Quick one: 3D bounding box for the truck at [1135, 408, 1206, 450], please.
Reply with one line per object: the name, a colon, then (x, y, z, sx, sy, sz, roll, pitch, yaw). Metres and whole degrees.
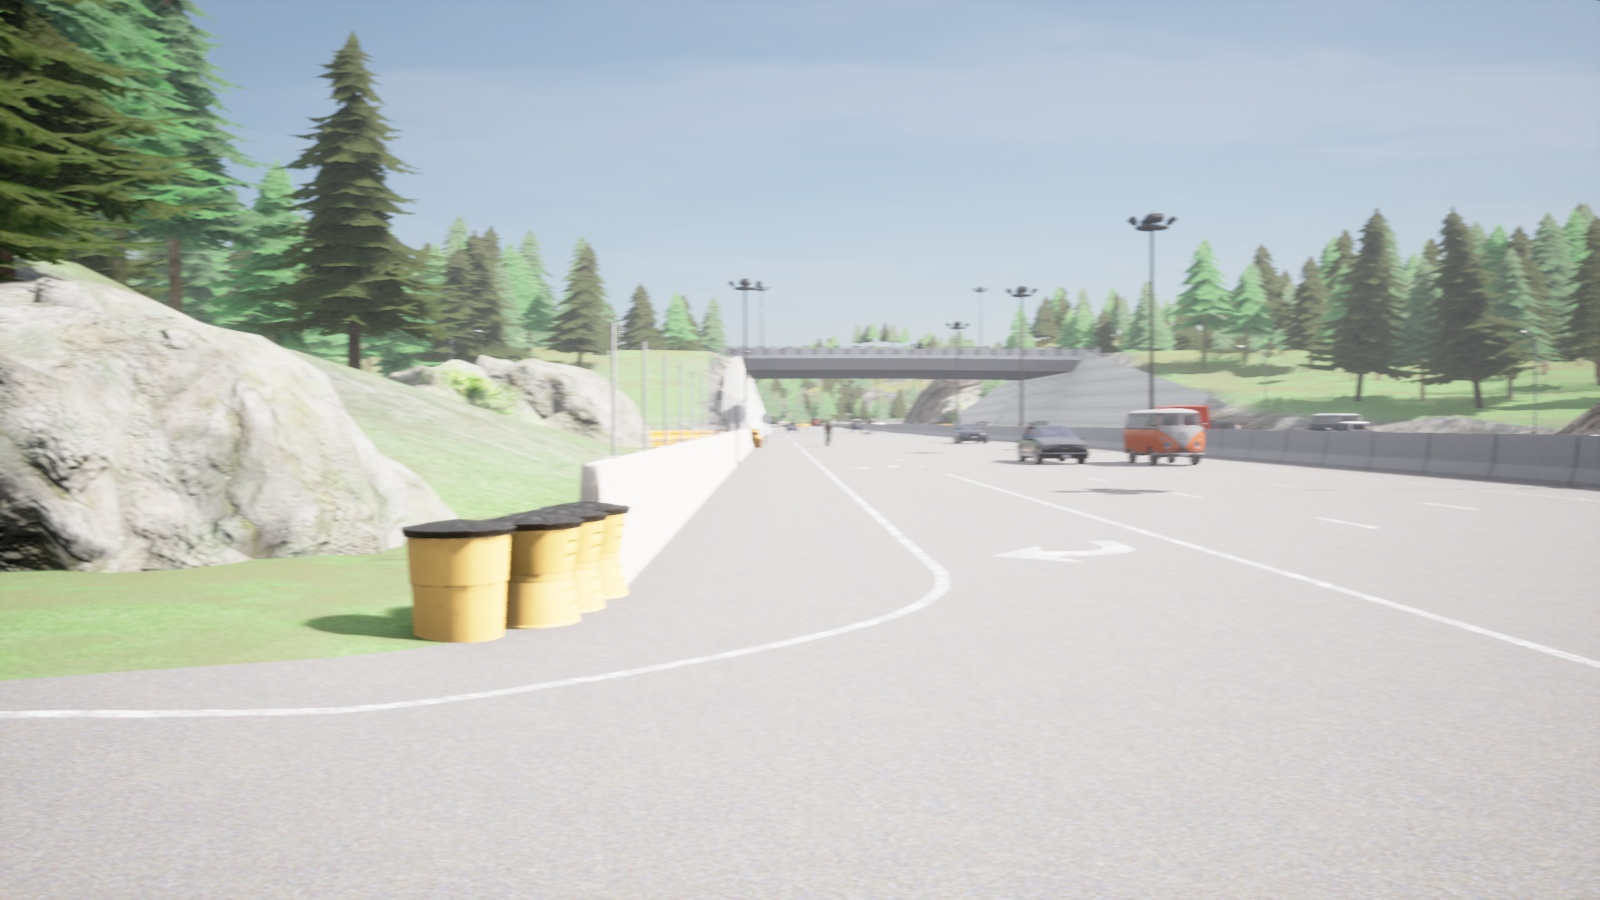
truck: (22.366, -1.274, 76.138, 2.627, 2.467, 5.204, 0, 1, -2)

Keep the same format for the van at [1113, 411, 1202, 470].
van: (12.725, -0.377, 44.976, 1.775, 1.987, 4.442, 0, 1, -2)

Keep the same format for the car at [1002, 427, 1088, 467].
car: (9.155, -0.146, 47.406, 2.033, 1.411, 5.357, 0, 1, -2)

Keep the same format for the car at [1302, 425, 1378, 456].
car: (26.280, -0.483, 61.194, 1.970, 1.475, 3.806, 0, 1, -2)

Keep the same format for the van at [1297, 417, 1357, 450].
van: (32.810, -1.053, 78.310, 1.775, 1.987, 4.442, 0, 1, -2)

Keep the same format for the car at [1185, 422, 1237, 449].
car: (25.788, -0.942, 78.987, 1.851, 1.617, 3.988, 0, 1, -2)

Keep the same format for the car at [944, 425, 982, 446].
car: (11.511, -1.031, 88.781, 1.994, 1.385, 4.181, 0, 1, -2)
